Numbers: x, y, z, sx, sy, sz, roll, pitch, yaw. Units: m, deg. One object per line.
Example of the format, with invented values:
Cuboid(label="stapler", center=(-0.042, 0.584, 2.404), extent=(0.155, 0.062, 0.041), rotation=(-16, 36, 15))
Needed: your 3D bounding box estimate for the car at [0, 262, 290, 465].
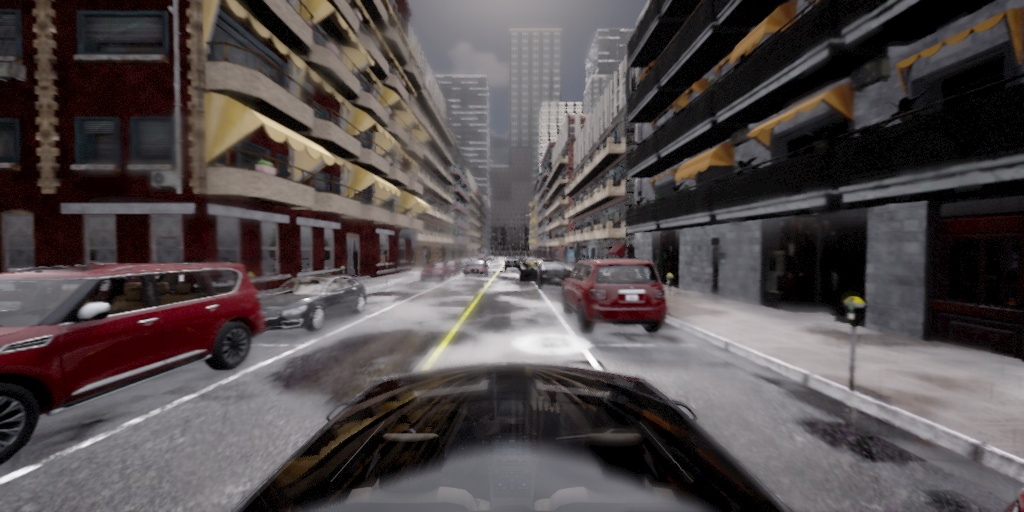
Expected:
Cuboid(label="car", center=(-5.683, 1.039, 4.823), extent=(2.192, 1.841, 5.009), rotation=(0, 0, 0))

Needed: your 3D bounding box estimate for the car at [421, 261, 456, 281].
Cuboid(label="car", center=(-5.693, 1.117, 27.231), extent=(1.802, 1.307, 4.207), rotation=(0, 0, 0))

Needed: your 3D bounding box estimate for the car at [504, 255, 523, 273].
Cuboid(label="car", center=(0.030, 0.902, 43.725), extent=(1.837, 1.490, 4.892), rotation=(0, 0, 1))

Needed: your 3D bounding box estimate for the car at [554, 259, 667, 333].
Cuboid(label="car", center=(2.688, 0.991, 10.397), extent=(2.192, 1.841, 5.009), rotation=(0, 0, 0))

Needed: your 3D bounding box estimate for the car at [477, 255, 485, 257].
Cuboid(label="car", center=(-5.694, 0.851, 55.240), extent=(2.007, 1.370, 4.403), rotation=(0, 0, 0))

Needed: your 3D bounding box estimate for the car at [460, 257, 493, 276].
Cuboid(label="car", center=(-3.087, 1.060, 31.996), extent=(1.994, 1.385, 4.181), rotation=(0, 0, 0))

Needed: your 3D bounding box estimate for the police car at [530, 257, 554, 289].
Cuboid(label="police car", center=(2.365, 1.010, 21.335), extent=(1.930, 1.638, 5.238), rotation=(0, 0, 0))

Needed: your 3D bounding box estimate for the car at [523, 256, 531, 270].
Cuboid(label="car", center=(2.686, 0.873, 49.780), extent=(1.751, 1.417, 4.829), rotation=(0, 0, 0))

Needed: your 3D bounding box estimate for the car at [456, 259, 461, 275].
Cuboid(label="car", center=(-5.694, 1.070, 32.832), extent=(1.802, 1.307, 4.207), rotation=(0, 0, 0))

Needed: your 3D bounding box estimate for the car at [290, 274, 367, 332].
Cuboid(label="car", center=(-5.700, 1.227, 10.425), extent=(2.007, 1.370, 4.403), rotation=(0, 0, 0))
